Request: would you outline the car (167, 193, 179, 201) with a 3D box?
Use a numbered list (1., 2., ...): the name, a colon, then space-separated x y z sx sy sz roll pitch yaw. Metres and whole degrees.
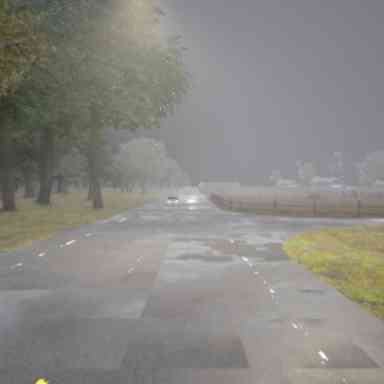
1. car: -3.508 0.895 62.123 1.994 1.385 4.181 0 1 1
